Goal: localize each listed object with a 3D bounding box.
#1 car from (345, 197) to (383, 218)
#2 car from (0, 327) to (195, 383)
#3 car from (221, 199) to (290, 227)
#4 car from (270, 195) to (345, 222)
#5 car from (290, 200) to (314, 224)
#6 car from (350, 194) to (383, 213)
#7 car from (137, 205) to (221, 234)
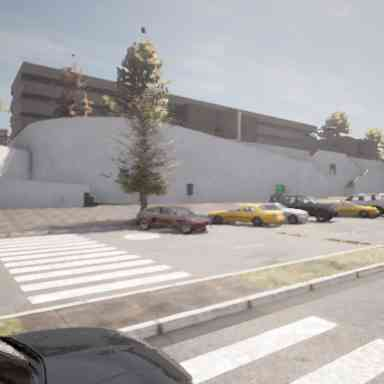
[{"bbox_3d":[13.716,1.465,29.811,5.366,1.575,1.946,-1,-1,35],"label":"car"},{"bbox_3d":[-2.133,1.504,1.611,4.892,1.490,1.837,0,0,-35],"label":"car"},{"bbox_3d":[3.622,1.506,23.045,5.366,1.575,1.946,-1,0,35],"label":"car"},{"bbox_3d":[8.697,1.249,26.421,5.566,2.045,2.435,-1,-1,35],"label":"car"},{"bbox_3d":[6.222,1.544,24.691,4.674,1.452,2.002,-1,-1,35],"label":"car"},{"bbox_3d":[15.983,1.199,31.671,5.566,2.045,2.435,-1,0,35],"label":"car"},{"bbox_3d":[-1.089,1.532,19.448,4.792,1.488,2.163,-1,-1,35],"label":"car"}]
